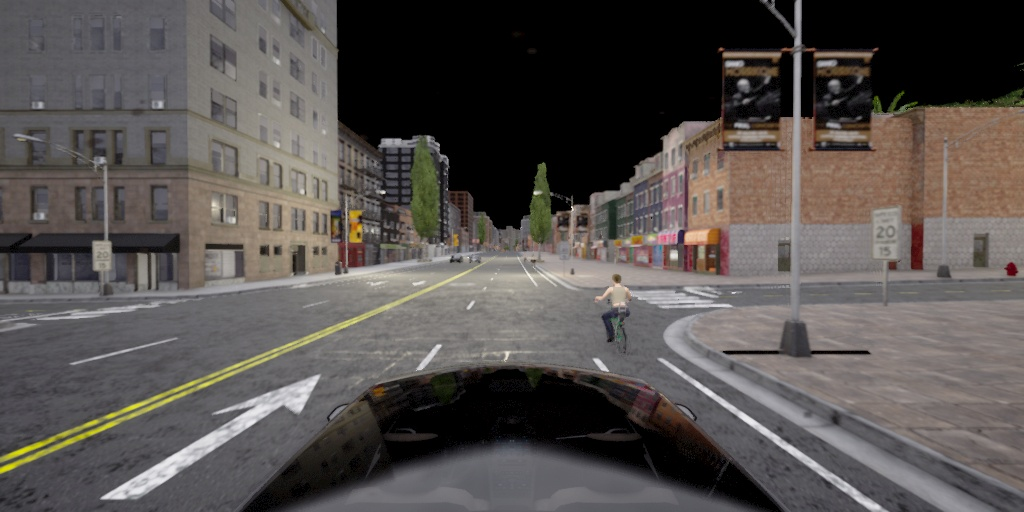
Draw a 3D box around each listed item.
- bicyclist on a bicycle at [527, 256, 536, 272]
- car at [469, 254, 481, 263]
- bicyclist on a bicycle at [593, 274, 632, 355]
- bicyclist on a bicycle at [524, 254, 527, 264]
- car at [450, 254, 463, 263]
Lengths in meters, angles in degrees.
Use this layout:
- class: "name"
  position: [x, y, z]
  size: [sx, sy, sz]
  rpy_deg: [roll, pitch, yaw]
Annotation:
- class: "bicyclist on a bicycle"
  position: [2.254, 0.875, 38.550]
  size: [0.659, 1.776, 1.843]
  rpy_deg: [0, 1, 0]
- class: "car"
  position: [-6.496, 0.493, 63.211]
  size: [2.128, 1.511, 4.902]
  rpy_deg: [0, 1, 0]
- class: "bicyclist on a bicycle"
  position: [2.231, 1.186, 7.745]
  size: [0.866, 1.612, 1.509]
  rpy_deg: [0, 0, 0]
- class: "bicyclist on a bicycle"
  position: [2.271, 0.488, 60.907]
  size: [0.866, 1.612, 1.509]
  rpy_deg: [0, 1, 0]
- class: "car"
  position: [-9.746, 0.479, 63.211]
  size: [1.882, 1.535, 5.008]
  rpy_deg: [0, 1, 0]
